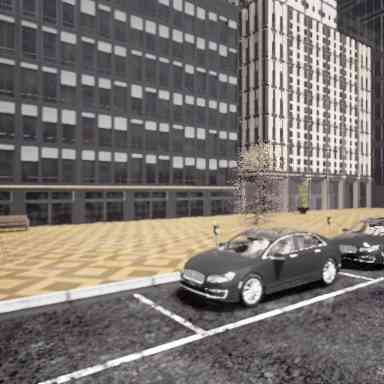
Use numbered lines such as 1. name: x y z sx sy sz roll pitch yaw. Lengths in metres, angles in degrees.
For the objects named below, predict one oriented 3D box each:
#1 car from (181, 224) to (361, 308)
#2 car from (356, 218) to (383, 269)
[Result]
1. car: 1.781 1.554 7.839 4.403 1.369 2.008 0 0 -36
2. car: 6.276 1.557 11.049 4.403 1.369 2.008 0 0 -36
